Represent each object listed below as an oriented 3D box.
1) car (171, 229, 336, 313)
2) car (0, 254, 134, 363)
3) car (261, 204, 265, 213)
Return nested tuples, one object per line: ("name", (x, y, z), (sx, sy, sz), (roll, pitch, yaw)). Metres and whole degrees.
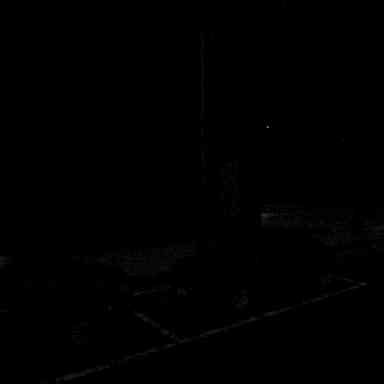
("car", (1.583, 1.566, 7.663), (4.313, 1.339, 1.947), (0, 0, -35))
("car", (-2.855, 1.582, 4.498), (4.206, 1.307, 1.802), (0, 0, -35))
("car", (5.607, 1.456, 35.557), (1.837, 1.490, 4.892), (0, 0, -36))
